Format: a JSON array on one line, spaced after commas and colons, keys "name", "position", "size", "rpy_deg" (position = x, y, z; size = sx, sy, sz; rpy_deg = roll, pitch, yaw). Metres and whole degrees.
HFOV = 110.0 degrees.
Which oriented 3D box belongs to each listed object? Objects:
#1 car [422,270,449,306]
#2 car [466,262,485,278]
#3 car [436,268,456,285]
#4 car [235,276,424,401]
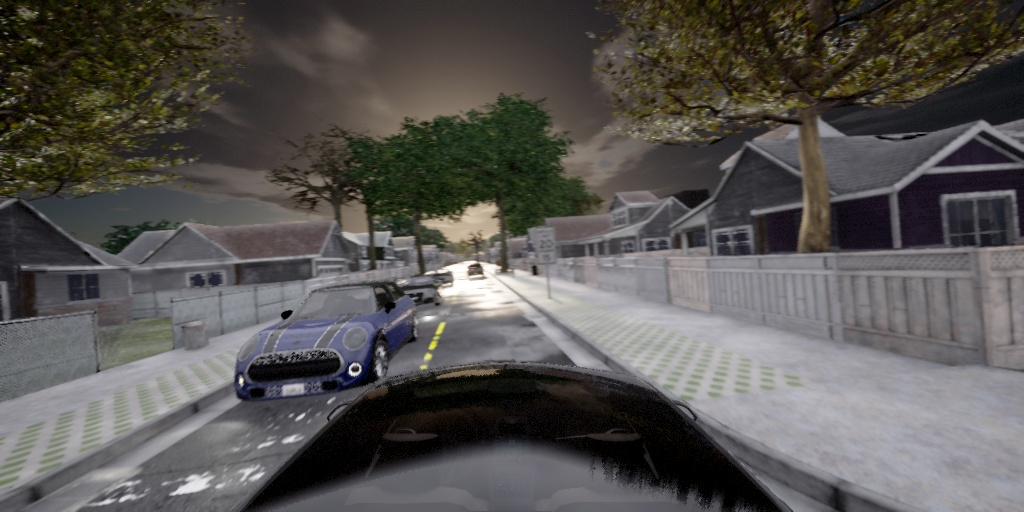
[{"name": "car", "position": [-4.391, 1.654, 17.364], "size": [1.994, 1.385, 4.181], "rpy_deg": [-4, 0, -6]}, {"name": "car", "position": [-3.965, 1.579, 39.341], "size": [1.837, 1.490, 4.892], "rpy_deg": [-4, 0, -6]}, {"name": "car", "position": [-5.812, 1.771, 30.033], "size": [1.994, 1.385, 4.181], "rpy_deg": [-4, 0, -6]}, {"name": "car", "position": [-3.375, 1.360, 7.435], "size": [2.097, 1.767, 4.553], "rpy_deg": [-4, 0, -4]}]
